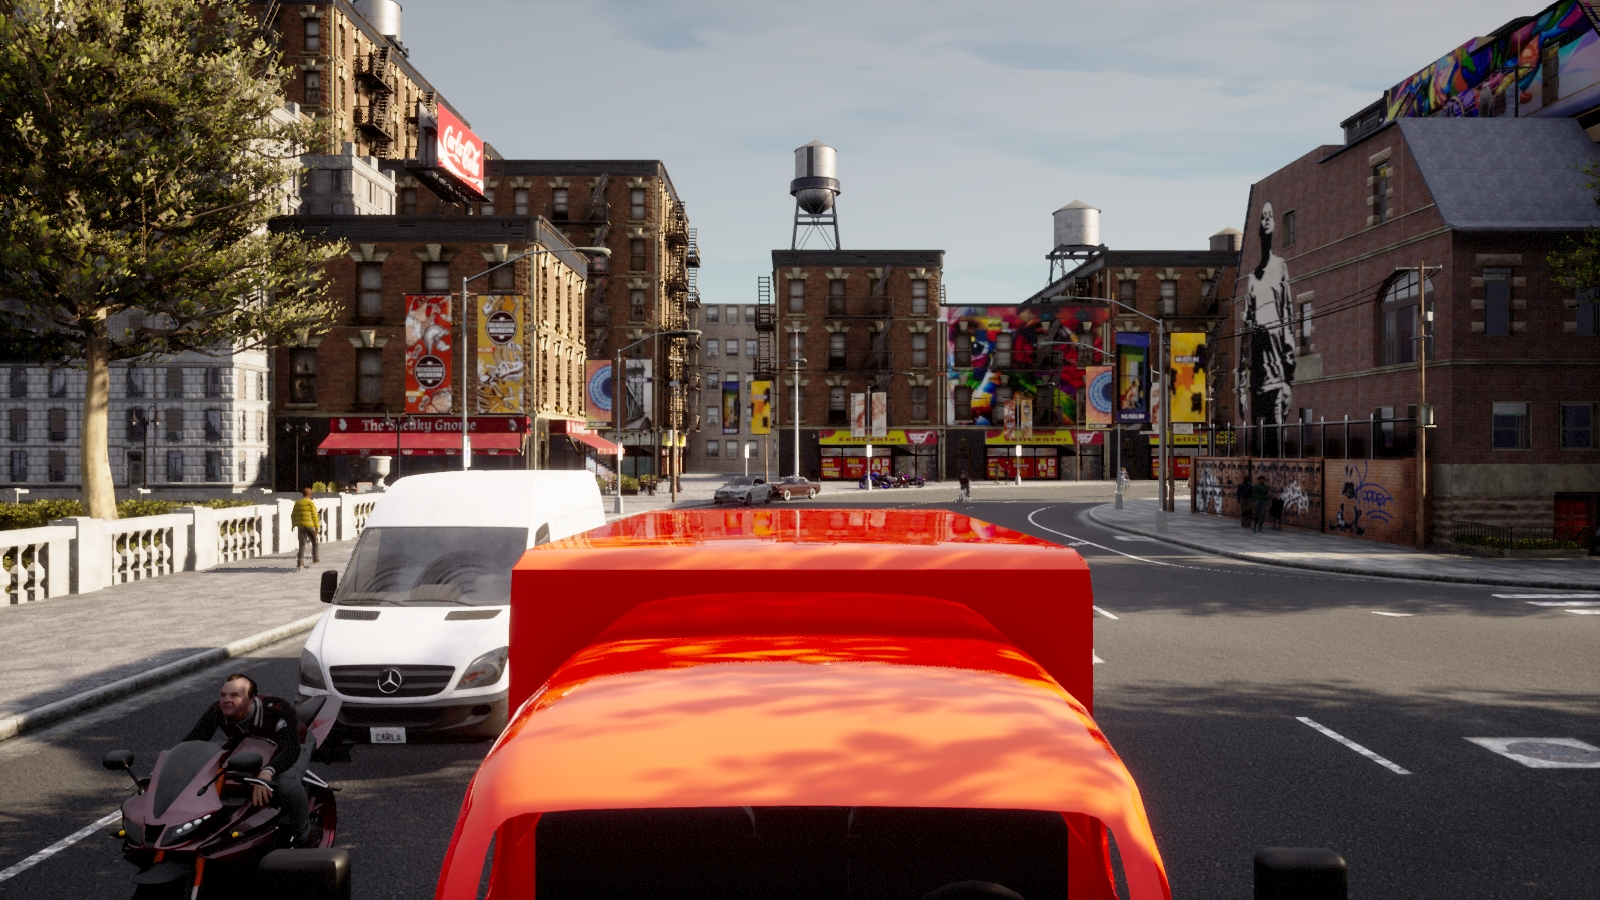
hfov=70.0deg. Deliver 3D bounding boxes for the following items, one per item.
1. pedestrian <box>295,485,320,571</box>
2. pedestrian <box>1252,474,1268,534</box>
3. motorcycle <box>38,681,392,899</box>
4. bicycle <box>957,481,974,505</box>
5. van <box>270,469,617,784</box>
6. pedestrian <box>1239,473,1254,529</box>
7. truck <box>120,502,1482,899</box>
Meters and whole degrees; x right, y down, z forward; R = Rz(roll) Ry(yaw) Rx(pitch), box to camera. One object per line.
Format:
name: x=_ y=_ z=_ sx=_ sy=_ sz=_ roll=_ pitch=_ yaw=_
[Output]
pedestrian: x=-10.854 y=1.707 z=25.169 sx=0.375 sy=1.860 sz=0.375 roll=0 pitch=0 yaw=2
pedestrian: x=14.601 y=1.710 z=36.265 sx=0.375 sy=1.860 sz=0.375 roll=0 pitch=0 yaw=-1
motorcycle: x=-3.264 y=2.208 z=6.698 sx=0.867 sy=1.251 sz=2.209 roll=0 pitch=0 yaw=3
bicycle: x=8.693 y=2.233 z=60.069 sx=0.329 sy=1.171 sz=1.835 roll=1 pitch=1 yaw=26
van: x=-3.487 y=1.540 z=12.614 sx=1.988 sy=2.561 sz=5.915 roll=0 pitch=0 yaw=0
pedestrian: x=14.980 y=1.711 z=38.333 sx=0.375 sy=1.860 sz=0.375 roll=0 pitch=0 yaw=-2
truck: x=-0.002 y=1.571 z=4.805 sx=2.627 sy=2.467 sz=5.204 roll=0 pitch=0 yaw=0
